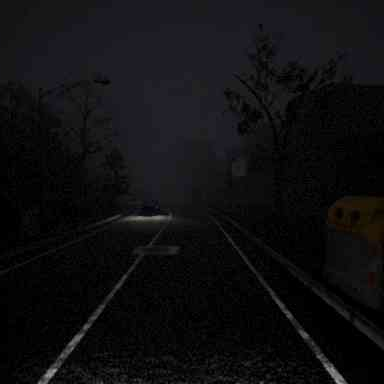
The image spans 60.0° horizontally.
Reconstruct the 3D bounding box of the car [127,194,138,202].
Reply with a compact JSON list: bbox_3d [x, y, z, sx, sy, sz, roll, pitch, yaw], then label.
[{"bbox_3d":[-12.936,1.169,73.148,2.097,1.767,4.553,-2,1,-20],"label":"car"}]

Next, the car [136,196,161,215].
[{"bbox_3d":[-4.050,1.388,32.412,1.882,1.535,5.008,0,0,-5],"label":"car"}]

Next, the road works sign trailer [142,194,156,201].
[{"bbox_3d":[-9.686,0.550,75.282,2.380,2.880,3.560,-2,0,-29],"label":"road works sign trailer"}]
